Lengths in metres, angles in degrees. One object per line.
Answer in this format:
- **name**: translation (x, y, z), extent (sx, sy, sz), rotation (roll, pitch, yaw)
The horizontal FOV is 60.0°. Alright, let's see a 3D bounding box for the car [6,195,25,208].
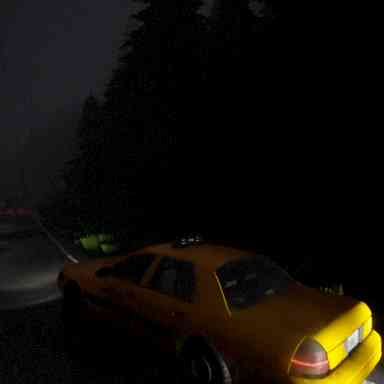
- **car**: translation (-21.182, 1.058, 40.016), extent (2.128, 1.511, 4.902), rotation (-2, 2, -27)

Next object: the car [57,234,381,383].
- **car**: translation (-0.248, 1.418, 5.069), extent (5.366, 1.575, 1.801), rotation (1, 1, 44)
